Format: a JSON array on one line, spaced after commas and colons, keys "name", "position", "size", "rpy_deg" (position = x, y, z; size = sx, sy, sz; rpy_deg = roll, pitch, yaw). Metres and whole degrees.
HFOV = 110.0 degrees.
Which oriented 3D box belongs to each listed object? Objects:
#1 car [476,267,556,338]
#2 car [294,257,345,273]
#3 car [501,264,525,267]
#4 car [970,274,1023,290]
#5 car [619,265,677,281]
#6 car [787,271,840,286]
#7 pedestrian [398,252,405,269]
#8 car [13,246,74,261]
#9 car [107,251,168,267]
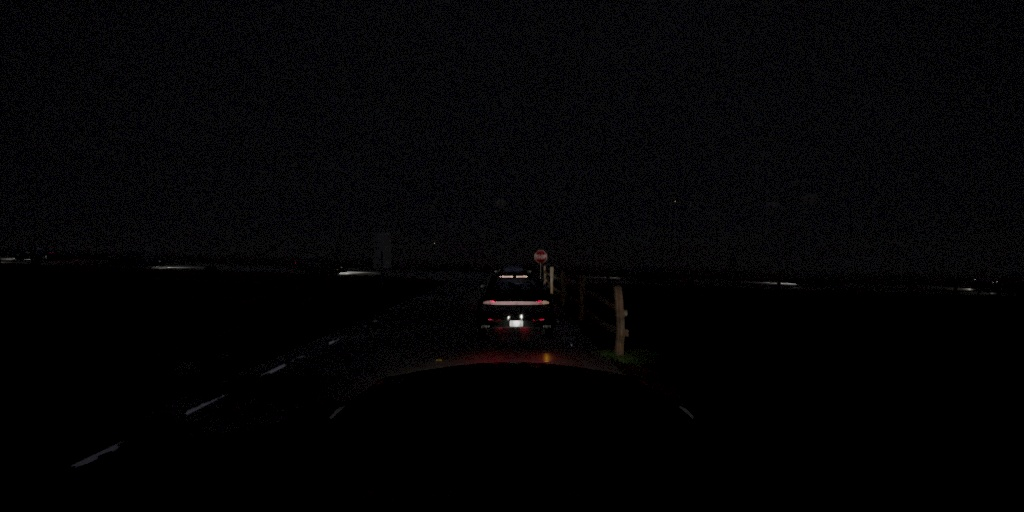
[{"name": "car", "position": [0.082, 1.228, 10.091], "size": [2.128, 1.511, 4.902], "rpy_deg": [0, 0, 0]}, {"name": "car", "position": [-17.767, 0.800, 33.211], "size": [4.181, 1.385, 1.994], "rpy_deg": [2, 3, 0]}, {"name": "car", "position": [0.048, 1.215, 20.152], "size": [2.128, 1.511, 4.902], "rpy_deg": [0, 0, 0]}, {"name": "car", "position": [49.130, 2.570, 35.867], "size": [4.553, 1.767, 2.097], "rpy_deg": [1, 3, 0]}, {"name": "car", "position": [13.626, 1.659, 36.071], "size": [5.357, 1.411, 2.033], "rpy_deg": [2, 3, 0]}, {"name": "car", "position": [30.238, 2.190, 36.023], "size": [4.181, 1.385, 1.994], "rpy_deg": [2, 3, 0]}, {"name": "pedestrian", "position": [-12.106, 0.498, 39.153], "size": [0.375, 1.860, 0.375], "rpy_deg": [0, 1, 0]}, {"name": "car", "position": [-47.248, -0.293, 36.175], "size": [4.181, 1.385, 1.994], "rpy_deg": [2, 3, 0]}, {"name": "car", "position": [-34.653, 0.241, 33.259], "size": [4.181, 1.385, 1.994], "rpy_deg": [2, 3, 0]}]
